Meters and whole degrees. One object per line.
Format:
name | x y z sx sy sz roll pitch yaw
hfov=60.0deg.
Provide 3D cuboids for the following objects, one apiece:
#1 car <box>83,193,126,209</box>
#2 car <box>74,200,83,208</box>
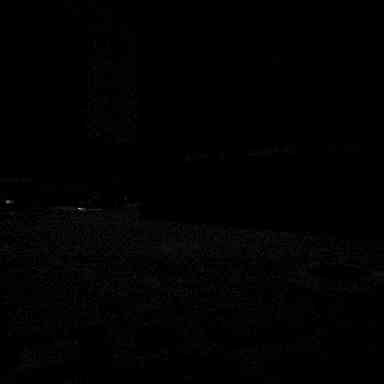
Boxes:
car | -11.516 1.152 45.534 2.150 2.045 5.566 -1 0 35
car | -14.405 1.483 47.060 1.812 1.442 4.674 -1 0 35
